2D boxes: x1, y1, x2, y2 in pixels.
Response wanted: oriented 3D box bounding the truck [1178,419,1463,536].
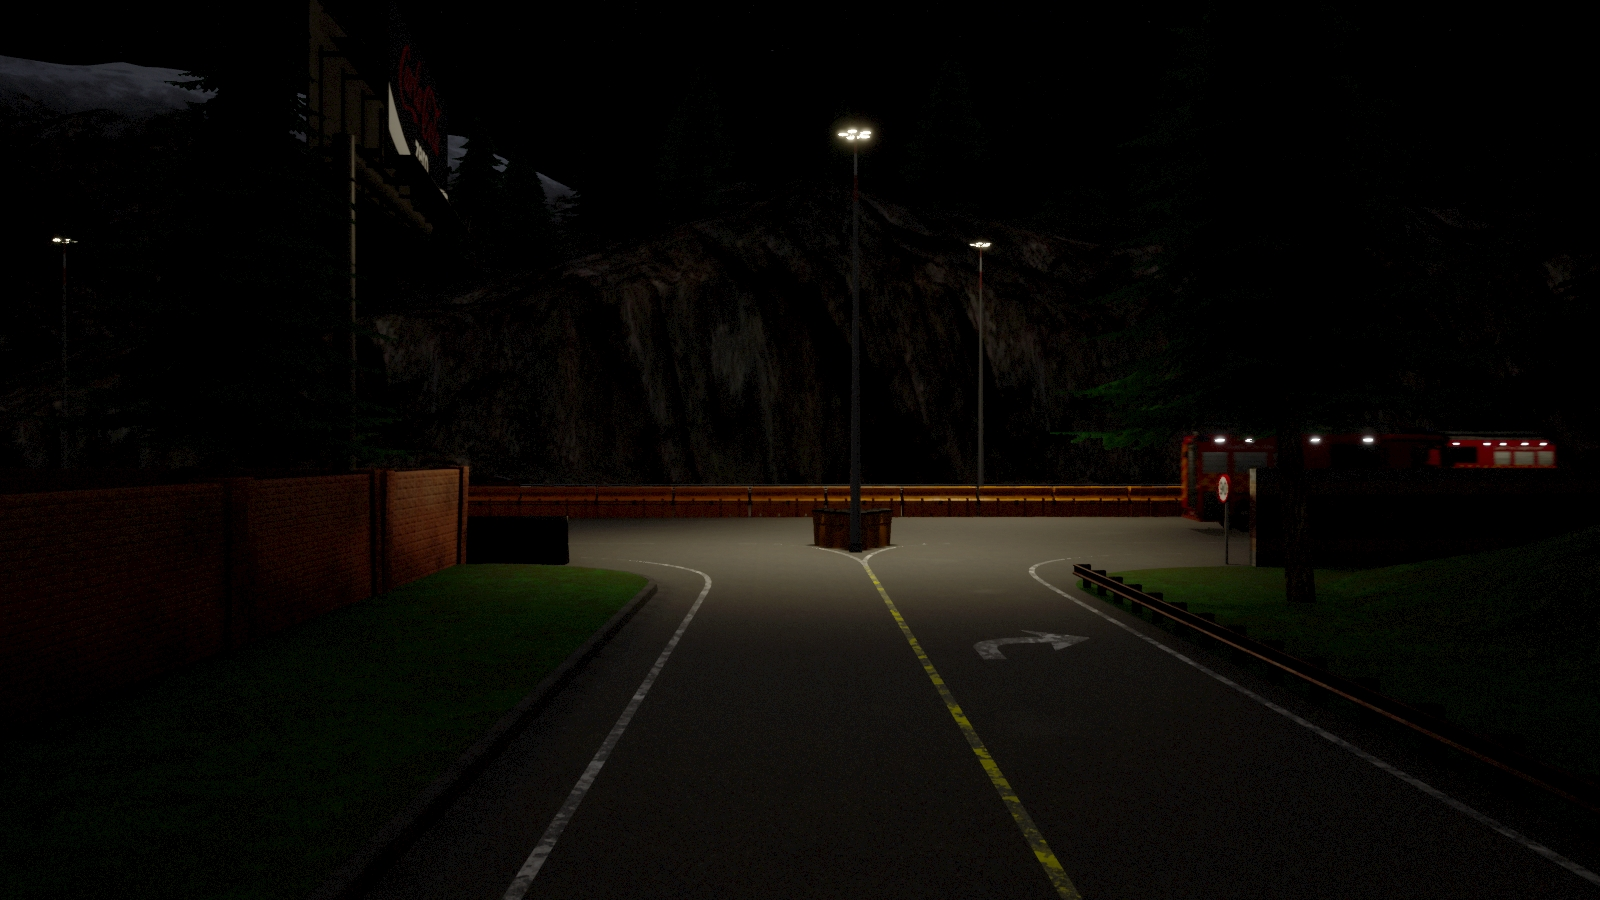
[{"bbox_3d":[17.677,0.891,39.326,8.468,3.827,2.891,0,0,7],"label":"truck"}]
